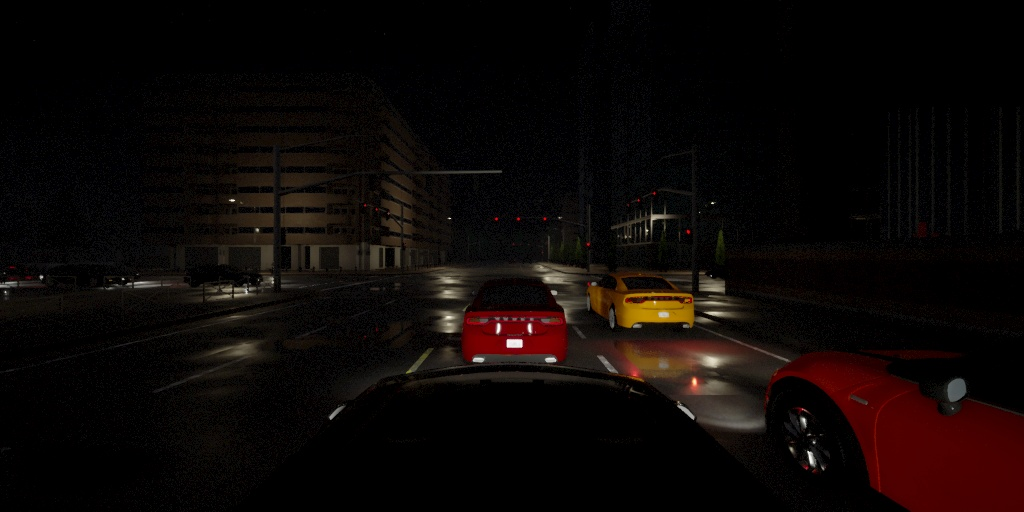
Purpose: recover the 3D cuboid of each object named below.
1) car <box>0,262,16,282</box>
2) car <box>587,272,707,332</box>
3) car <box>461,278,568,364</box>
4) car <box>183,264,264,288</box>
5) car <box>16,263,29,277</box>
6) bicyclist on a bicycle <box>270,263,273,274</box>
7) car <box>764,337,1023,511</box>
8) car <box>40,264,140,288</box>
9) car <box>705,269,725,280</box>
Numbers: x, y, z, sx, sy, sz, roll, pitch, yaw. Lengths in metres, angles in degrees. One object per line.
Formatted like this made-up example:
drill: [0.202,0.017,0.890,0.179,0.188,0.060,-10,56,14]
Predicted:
car: [-42.236,1.331,27.776,4.674,1.442,1.812,0,0,0]
car: [3.582,1.228,10.898,1.882,1.535,5.008,0,0,0]
car: [0.062,1.228,8.125,1.882,1.535,5.008,0,0,0]
car: [-19.417,1.331,24.180,4.674,1.442,1.812,0,0,0]
car: [-50.330,1.297,34.946,4.902,1.511,2.128,0,0,1]
bicyclist on a bicycle: [-25.518,1.106,38.671,0.582,1.620,1.656,0,0,0]
car: [3.600,1.102,1.752,2.097,1.767,4.553,0,0,0]
car: [-28.657,1.310,24.201,4.892,1.490,1.837,0,0,0]
car: [19.537,1.406,31.195,4.718,1.301,1.895,0,0,0]
